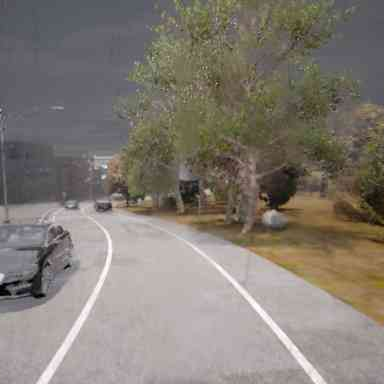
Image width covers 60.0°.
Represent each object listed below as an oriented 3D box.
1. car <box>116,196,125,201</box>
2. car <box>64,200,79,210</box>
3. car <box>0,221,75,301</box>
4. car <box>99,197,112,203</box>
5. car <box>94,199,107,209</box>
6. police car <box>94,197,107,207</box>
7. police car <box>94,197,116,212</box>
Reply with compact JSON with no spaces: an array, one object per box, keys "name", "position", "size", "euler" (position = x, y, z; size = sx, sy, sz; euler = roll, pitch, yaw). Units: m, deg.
[{"name":"car","position":[-19.764,1.741,90.783],"size":[1.837,1.490,4.892],"euler":[0,0,4]},{"name":"car","position":[-18.403,1.935,50.968],"size":[2.128,1.511,4.902],"euler":[-2,0,-16]},{"name":"car","position":[-4.298,1.559,8.546],"size":[2.128,1.511,4.902],"euler":[-1,0,-10]},{"name":"car","position":[-19.611,1.811,75.750],"size":[1.895,1.301,4.718],"euler":[-1,0,-4]},{"name":"car","position":[-14.666,1.845,53.151],"size":[1.812,1.442,4.674],"euler":[-2,0,-16]},{"name":"police car","position":[-16.131,1.761,58.971],"size":[1.930,1.638,5.238],"euler":[-1,0,-13]},{"name":"police car","position":[-11.688,1.684,43.890],"size":[1.930,1.638,5.238],"euler":[-2,0,-20]}]
